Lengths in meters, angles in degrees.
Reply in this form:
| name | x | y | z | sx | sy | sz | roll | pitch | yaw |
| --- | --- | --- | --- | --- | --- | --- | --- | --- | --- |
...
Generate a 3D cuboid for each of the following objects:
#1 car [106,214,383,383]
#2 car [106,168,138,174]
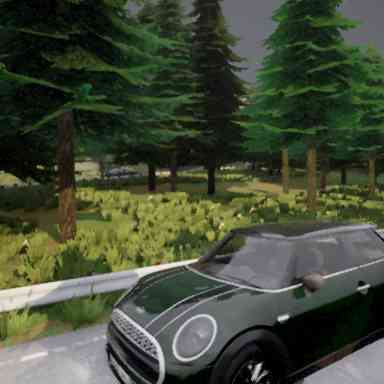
| name | x | y | z | sx | sy | sz | roll | pitch | yaw |
| --- | --- | --- | --- | --- | --- | --- | --- | --- | --- |
| car | 1.154 | 1.272 | 4.706 | 4.553 | 1.767 | 2.097 | -2 | 1 | -33 |
| car | -9.134 | -2.393 | 44.245 | 4.892 | 1.490 | 1.837 | -8 | 5 | -41 |
